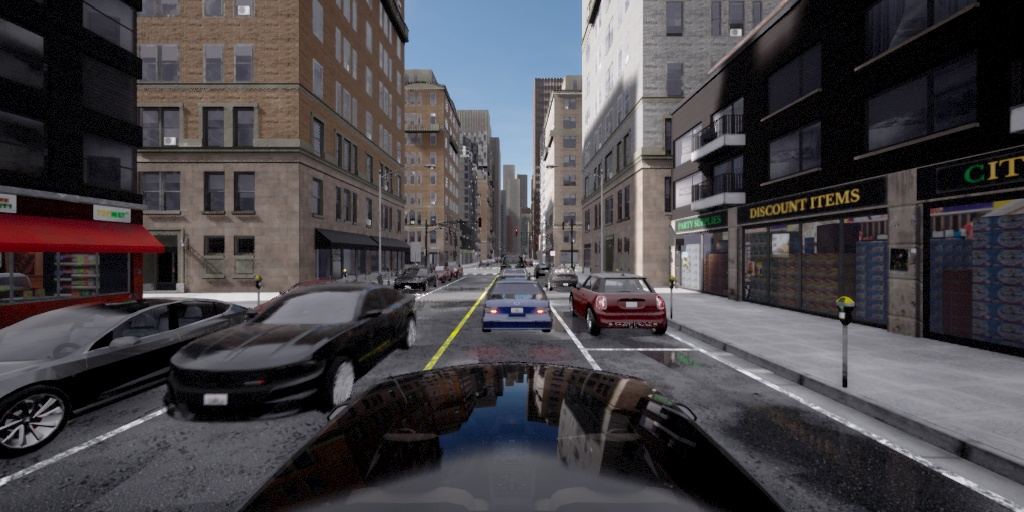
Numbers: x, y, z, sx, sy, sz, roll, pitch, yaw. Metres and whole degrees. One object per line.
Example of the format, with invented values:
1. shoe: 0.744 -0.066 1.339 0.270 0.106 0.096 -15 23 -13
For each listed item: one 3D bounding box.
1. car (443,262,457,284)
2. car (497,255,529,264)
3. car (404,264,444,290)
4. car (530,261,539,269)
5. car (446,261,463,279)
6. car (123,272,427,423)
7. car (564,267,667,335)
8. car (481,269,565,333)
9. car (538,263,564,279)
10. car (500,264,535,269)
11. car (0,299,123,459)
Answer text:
1. car: -5.610 1.332 27.065 1.802 1.307 4.207 0 0 0
2. car: 0.079 0.972 31.293 2.150 2.045 5.566 0 0 -1
3. car: -5.623 1.315 21.564 1.948 1.339 4.313 0 0 0
4. car: 2.930 1.317 32.545 1.948 1.339 4.313 0 0 0
5. car: -5.596 1.191 32.567 1.967 1.591 4.097 0 0 0
6. car: -3.092 1.227 6.246 1.882 1.535 5.008 0 0 0
7. car: 2.875 1.189 10.540 1.967 1.591 4.097 0 0 0
8. car: 0.122 1.297 10.755 2.033 1.411 5.357 0 0 0
9. car: 2.902 1.300 21.543 2.007 1.370 4.403 0 0 0
10. car: 0.145 1.350 21.261 1.895 1.301 4.718 0 0 0
11. car: -5.664 1.315 5.060 1.948 1.339 4.313 0 0 0
